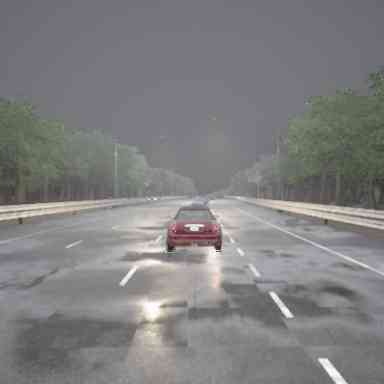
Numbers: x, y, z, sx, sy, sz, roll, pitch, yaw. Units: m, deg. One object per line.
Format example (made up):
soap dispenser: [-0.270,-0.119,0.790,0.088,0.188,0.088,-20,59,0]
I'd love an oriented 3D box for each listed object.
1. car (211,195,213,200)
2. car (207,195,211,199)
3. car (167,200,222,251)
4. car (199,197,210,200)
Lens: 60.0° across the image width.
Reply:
car: [3.610,1.958,83.773,1.895,1.301,4.718,0,0,5]
car: [2.291,1.805,66.517,2.033,1.411,5.357,0,0,4]
car: [0.121,1.378,14.320,2.097,1.767,4.553,0,0,1]
car: [0.824,1.679,39.549,2.033,1.411,5.357,0,0,2]
